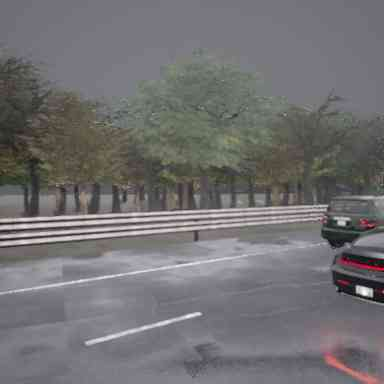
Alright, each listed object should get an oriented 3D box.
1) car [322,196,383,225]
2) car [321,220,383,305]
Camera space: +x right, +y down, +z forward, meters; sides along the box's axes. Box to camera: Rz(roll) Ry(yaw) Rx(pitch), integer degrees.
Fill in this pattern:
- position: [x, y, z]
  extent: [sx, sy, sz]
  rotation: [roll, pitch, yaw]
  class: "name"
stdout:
- position: [7.431, 1.166, 13.052]
  extent: [5.566, 2.045, 2.150]
  rotation: [0, 0, -34]
  class: "car"
- position: [5.005, 1.473, 7.176]
  extent: [4.892, 1.490, 1.837]
  rotation: [0, 0, -34]
  class: "car"
